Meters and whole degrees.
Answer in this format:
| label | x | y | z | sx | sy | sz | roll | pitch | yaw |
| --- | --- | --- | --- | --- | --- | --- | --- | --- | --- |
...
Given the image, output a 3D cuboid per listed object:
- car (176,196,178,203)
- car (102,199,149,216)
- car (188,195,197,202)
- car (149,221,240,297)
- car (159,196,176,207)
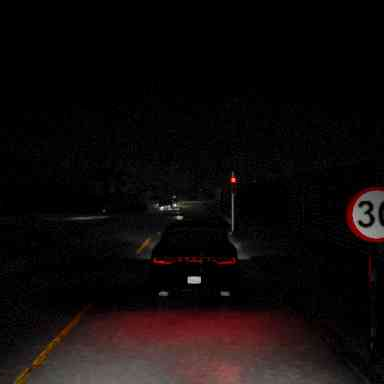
| label | x | y | z | sx | sy | sz | roll | pitch | yaw |
| --- | --- | --- | --- | --- | --- | --- | --- | --- | --- |
| car | -3.887 | 1.493 | 67.648 | 2.128 | 1.511 | 4.902 | 0 | 0 | 1 |
| car | -6.522 | 1.491 | 32.795 | 2.128 | 1.511 | 4.902 | 1 | 1 | 42 |
| car | 0.135 | 1.339 | 71.405 | 1.812 | 1.442 | 4.674 | 0 | 0 | 0 |
| car | 0.068 | 1.478 | 8.629 | 1.882 | 1.535 | 5.008 | 0 | 0 | 1 |
| car | -3.996 | 1.564 | 51.410 | 1.994 | 1.385 | 4.181 | 0 | 0 | 0 |
